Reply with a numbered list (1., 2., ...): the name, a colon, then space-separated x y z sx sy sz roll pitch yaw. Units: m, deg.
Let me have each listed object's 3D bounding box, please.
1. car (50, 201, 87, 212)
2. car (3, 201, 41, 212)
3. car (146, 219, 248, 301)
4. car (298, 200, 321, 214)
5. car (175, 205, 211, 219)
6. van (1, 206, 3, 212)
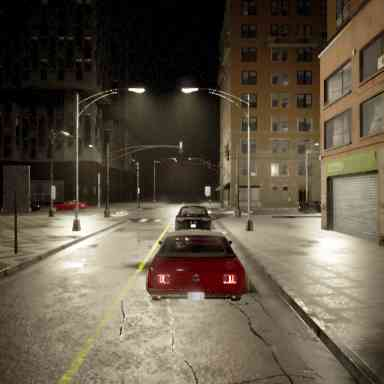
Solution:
1. car: -14.554 1.701 39.299 4.206 1.307 1.802 0 0 0
2. car: -20.203 1.725 39.293 4.313 1.339 1.947 0 0 0
3. car: 0.081 1.601 8.261 1.895 1.301 4.718 0 0 0
4. car: 12.040 1.415 30.805 4.313 1.339 1.947 0 0 0
5. car: 0.058 1.474 18.410 1.882 1.535 5.008 0 0 0
6. van: -20.186 1.425 30.769 3.998 1.788 1.690 0 0 0
